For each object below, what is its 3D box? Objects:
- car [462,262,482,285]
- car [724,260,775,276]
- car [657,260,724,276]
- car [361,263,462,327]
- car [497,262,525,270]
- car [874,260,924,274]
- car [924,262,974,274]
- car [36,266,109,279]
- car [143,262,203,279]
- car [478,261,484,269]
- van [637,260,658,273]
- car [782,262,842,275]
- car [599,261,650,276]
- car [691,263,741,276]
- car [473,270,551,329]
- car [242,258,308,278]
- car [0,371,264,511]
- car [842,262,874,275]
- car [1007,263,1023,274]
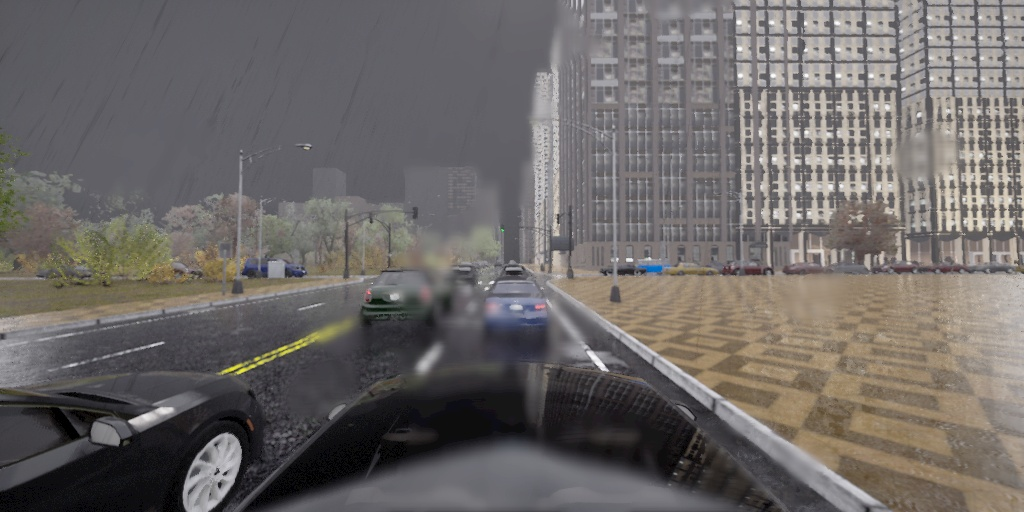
[{"bbox_3d":[-3.243,1.364,24.207,1.837,1.490,4.892,0,0,-3],"label":"car"},{"bbox_3d":[21.810,1.114,33.077,4.097,1.591,1.967,0,0,-1],"label":"car"},{"bbox_3d":[16.396,1.227,33.024,4.829,1.417,1.751,0,0,-1],"label":"car"},{"bbox_3d":[-3.129,1.142,11.802,2.097,1.767,4.553,0,0,0],"label":"car"},{"bbox_3d":[0.143,1.366,24.611,1.837,1.490,4.892,0,0,0],"label":"car"},{"bbox_3d":[44.002,1.284,41.320,4.097,1.591,1.967,0,0,-1],"label":"car"},{"bbox_3d":[49.595,1.365,41.375,4.507,1.381,1.888,0,0,-1],"label":"car"},{"bbox_3d":[-42.792,1.658,34.949,5.357,1.411,2.033,0,-2,1],"label":"car"},{"bbox_3d":[-32.848,1.402,34.879,4.553,1.767,2.097,0,-2,0],"label":"car"},{"bbox_3d":[-6.430,1.705,60.972,1.994,1.385,4.181,0,-1,0],"label":"car"},{"bbox_3d":[16.034,1.316,41.042,3.998,1.789,1.690,0,0,-1],"label":"van"},{"bbox_3d":[27.394,1.229,33.133,4.207,1.307,1.802,0,0,-1],"label":"car"},{"bbox_3d":[11.795,1.510,38.424,4.718,1.301,1.895,0,-2,0],"label":"car"},{"bbox_3d":[21.829,1.422,38.512,4.181,1.385,1.994,0,-2,0],"label":"car"},{"bbox_3d":[0.122,1.336,11.308,2.033,1.411,5.357,0,0,0],"label":"car"},{"bbox_3d":[-23.068,1.215,34.939,5.566,2.045,2.150,0,-2,-1],"label":"car"},{"bbox_3d":[-3.152,1.254,1.243,1.837,1.490,4.892,0,0,0],"label":"car"},{"bbox_3d":[35.684,1.354,38.637,4.181,1.385,1.994,-1,-2,0],"label":"car"},{"bbox_3d":[49.900,1.071,33.345,4.829,1.417,1.751,0,0,-1],"label":"car"}]
